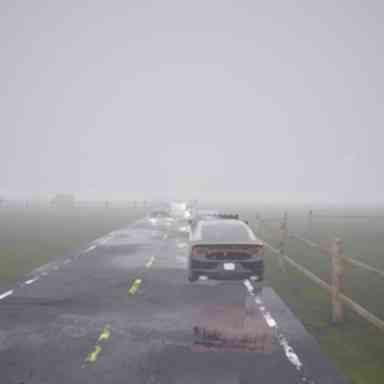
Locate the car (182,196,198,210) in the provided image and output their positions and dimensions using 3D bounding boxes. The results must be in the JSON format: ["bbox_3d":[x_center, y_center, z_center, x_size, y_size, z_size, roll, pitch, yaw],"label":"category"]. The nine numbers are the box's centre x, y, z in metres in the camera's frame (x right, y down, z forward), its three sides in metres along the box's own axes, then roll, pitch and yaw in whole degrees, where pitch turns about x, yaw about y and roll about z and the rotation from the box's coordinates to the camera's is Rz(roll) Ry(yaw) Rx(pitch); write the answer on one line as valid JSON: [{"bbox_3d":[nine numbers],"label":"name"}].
[{"bbox_3d":[0.054,1.700,45.530,2.033,1.411,5.357,0,0,1],"label":"car"}]

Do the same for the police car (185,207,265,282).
[{"bbox_3d":[0.831,1.460,9.991,1.930,1.638,5.238,0,0,0],"label":"police car"}]

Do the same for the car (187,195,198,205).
[{"bbox_3d":[0.054,1.585,67.602,2.097,1.767,4.553,0,0,0],"label":"car"}]

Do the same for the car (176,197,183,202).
[{"bbox_3d":[-2.692,1.807,73.540,1.895,1.301,4.718,0,0,0],"label":"car"}]

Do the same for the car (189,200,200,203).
[{"bbox_3d":[0.844,1.613,25.881,1.812,1.442,4.674,0,0,0],"label":"car"}]

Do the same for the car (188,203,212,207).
[{"bbox_3d":[0.839,1.593,19.881,1.812,1.442,4.674,0,0,0],"label":"car"}]

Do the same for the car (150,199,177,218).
[{"bbox_3d":[-2.824,1.655,31.782,2.033,1.411,5.357,0,0,0],"label":"car"}]
